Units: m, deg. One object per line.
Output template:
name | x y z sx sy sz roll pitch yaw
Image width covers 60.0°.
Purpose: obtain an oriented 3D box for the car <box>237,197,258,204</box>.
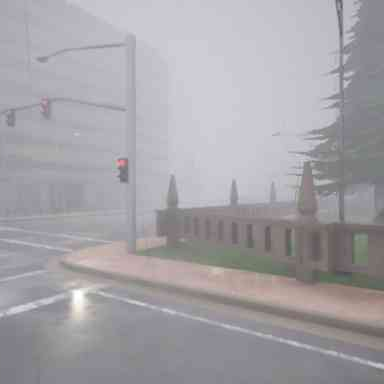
car | 7.688 1.440 47.501 2.097 1.767 4.553 0 0 35
